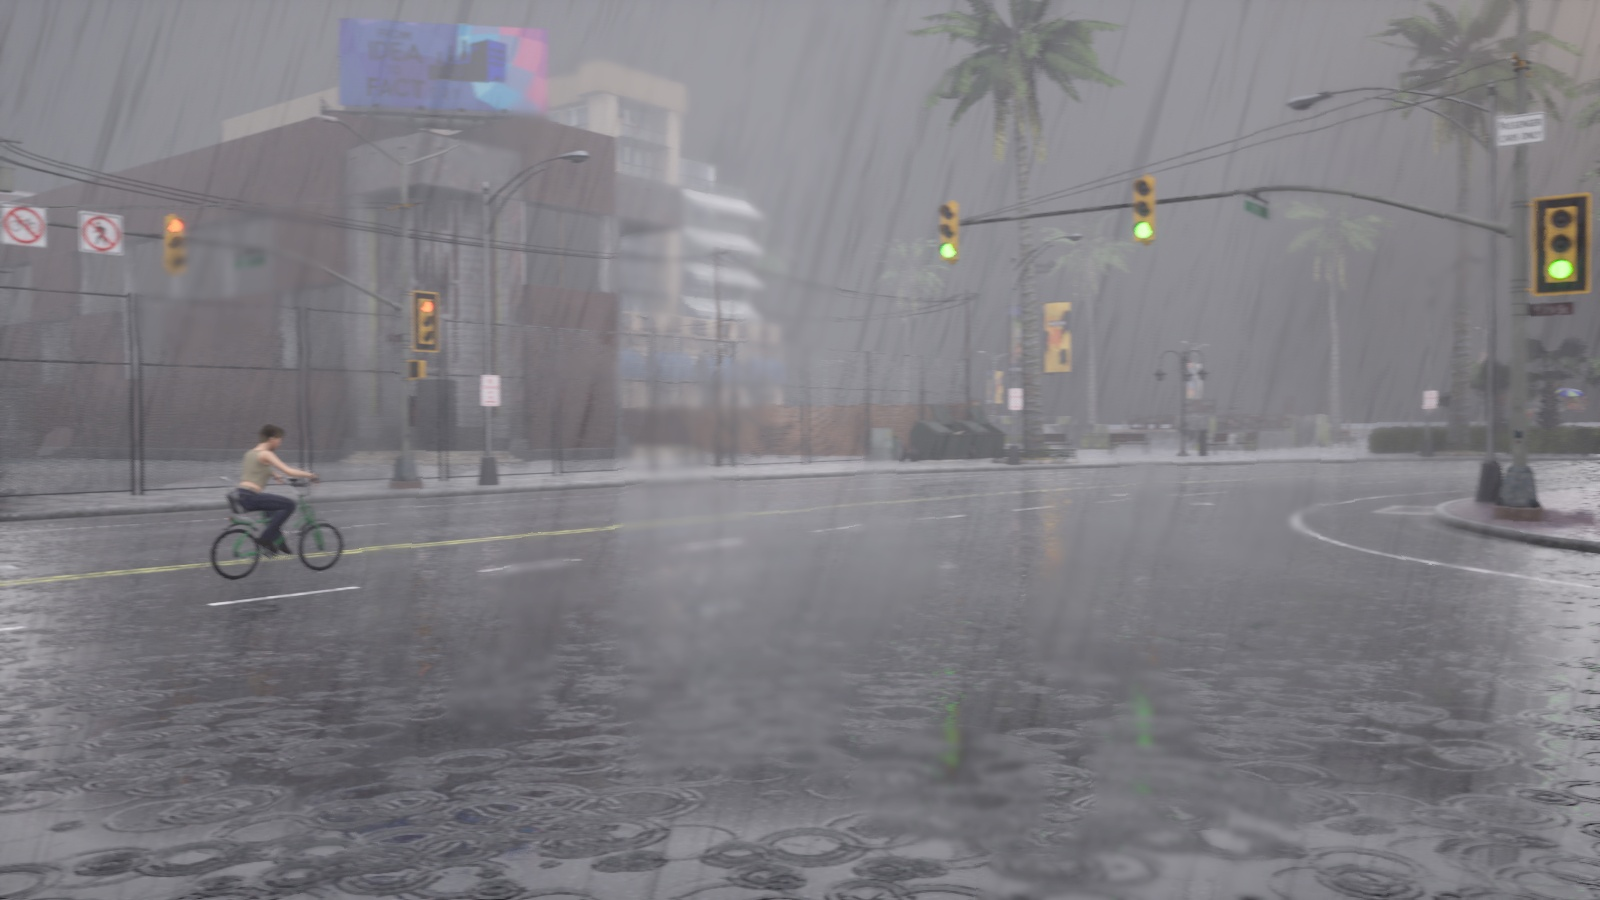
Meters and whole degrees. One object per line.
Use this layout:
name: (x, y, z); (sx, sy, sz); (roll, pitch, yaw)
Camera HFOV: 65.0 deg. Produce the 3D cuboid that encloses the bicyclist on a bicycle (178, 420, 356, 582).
bicyclist on a bicycle: (-5.653, 0.491, 13.388); (0.866, 1.612, 1.509); (1, 1, 37)
